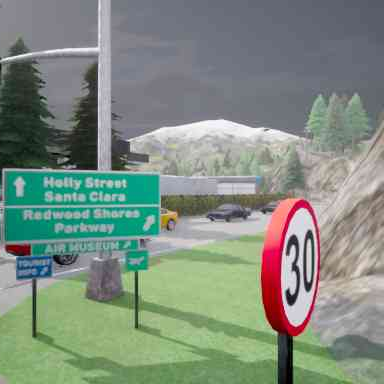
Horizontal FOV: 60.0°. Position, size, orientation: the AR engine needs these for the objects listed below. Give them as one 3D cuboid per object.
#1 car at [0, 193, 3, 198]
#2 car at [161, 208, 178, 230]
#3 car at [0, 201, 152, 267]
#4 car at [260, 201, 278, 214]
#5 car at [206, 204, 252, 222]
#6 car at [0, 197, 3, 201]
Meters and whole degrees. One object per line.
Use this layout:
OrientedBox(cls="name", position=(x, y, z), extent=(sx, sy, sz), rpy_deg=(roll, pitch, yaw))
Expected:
OrientedBox(cls="car", position=(-38.568, 1.489, 69.987), extent=(4.514, 1.523, 2.007), rpy_deg=(0, 0, 35))
OrientedBox(cls="car", position=(-2.906, 1.669, 20.472), extent=(1.882, 1.535, 5.008), rpy_deg=(0, 0, 36))
OrientedBox(cls="car", position=(-3.981, 1.422, 12.697), extent=(2.150, 2.045, 5.566), rpy_deg=(0, 0, 36))
OrientedBox(cls="car", position=(9.650, 1.739, 37.708), extent=(2.033, 1.411, 5.357), rpy_deg=(0, 0, 36))
OrientedBox(cls="car", position=(3.364, 1.739, 29.092), extent=(2.033, 1.411, 5.357), rpy_deg=(0, 0, 36))
OrientedBox(cls="car", position=(-12.363, 1.505, 26.047), extent=(1.905, 1.878, 3.866), rpy_deg=(0, 0, 35))
